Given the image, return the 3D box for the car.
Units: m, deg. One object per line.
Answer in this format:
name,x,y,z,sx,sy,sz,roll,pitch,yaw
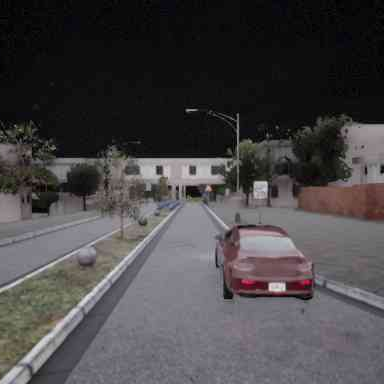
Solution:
car,1.585,1.526,8.247,1.812,1.442,4.674,0,0,2
